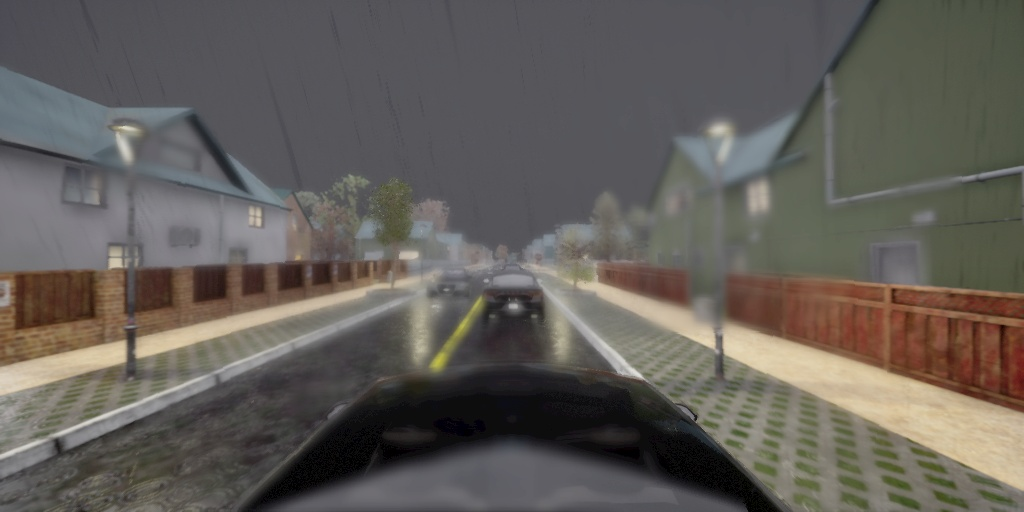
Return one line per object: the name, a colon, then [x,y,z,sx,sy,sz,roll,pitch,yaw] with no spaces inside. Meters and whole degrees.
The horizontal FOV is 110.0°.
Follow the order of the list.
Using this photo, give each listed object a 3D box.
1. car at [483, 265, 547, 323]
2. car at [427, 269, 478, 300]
car: [0.094,1.253,12.305,1.882,1.535,5.008,0,0,0]
car: [-2.839,1.355,17.903,1.994,1.385,4.181,0,0,0]
